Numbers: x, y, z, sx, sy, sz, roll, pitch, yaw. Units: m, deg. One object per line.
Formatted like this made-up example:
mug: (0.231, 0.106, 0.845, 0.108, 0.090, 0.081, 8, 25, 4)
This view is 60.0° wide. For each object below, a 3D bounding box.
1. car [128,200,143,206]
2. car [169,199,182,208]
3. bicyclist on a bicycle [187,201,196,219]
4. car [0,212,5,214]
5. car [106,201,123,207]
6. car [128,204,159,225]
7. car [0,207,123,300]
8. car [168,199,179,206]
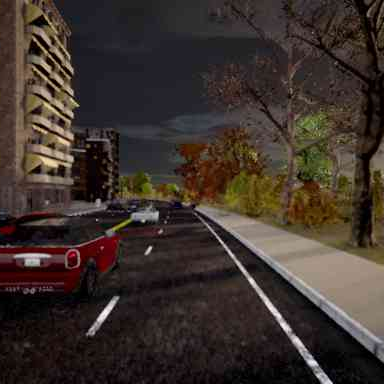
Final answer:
car: (-8.414, 2.021, 49.708, 2.128, 1.511, 4.902, 0, 0, -4)
car: (-2.863, 2.215, 62.605, 1.994, 1.385, 4.181, 0, -1, -5)
bicyclist on a bicycle: (0.117, 1.707, 32.101, 0.659, 1.776, 1.843, 0, 0, -3)
car: (-6.789, 1.645, 14.872, 1.882, 1.535, 5.008, 0, -1, -1)
car: (-11.731, 2.096, 50.789, 2.033, 1.411, 5.357, 0, -1, -4)
car: (-3.707, 1.890, 26.947, 1.895, 1.301, 4.718, 0, -1, -2)
car: (-3.233, 1.451, 8.815, 2.097, 1.767, 4.553, 0, -1, -1)
car: (-4.281, 2.316, 76.596, 2.128, 1.511, 4.902, 0, -1, -7)
